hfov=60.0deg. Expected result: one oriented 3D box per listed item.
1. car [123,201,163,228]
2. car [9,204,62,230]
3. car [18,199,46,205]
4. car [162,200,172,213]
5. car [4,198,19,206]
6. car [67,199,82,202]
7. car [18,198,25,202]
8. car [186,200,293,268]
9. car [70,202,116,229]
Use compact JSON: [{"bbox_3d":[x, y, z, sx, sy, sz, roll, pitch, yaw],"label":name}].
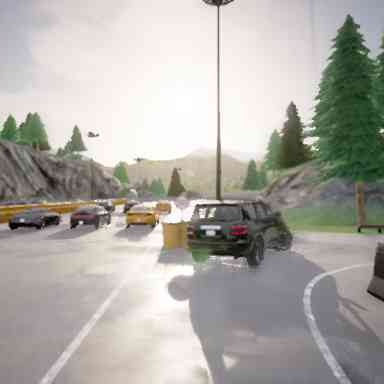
[{"bbox_3d":[-3.428,1.656,23.830,1.882,1.535,5.008,0,0,0],"label":"car"},{"bbox_3d":[-10.426,1.732,22.456,1.994,1.385,4.181,0,0,0],"label":"car"},{"bbox_3d":[-21.164,1.939,45.226,1.895,1.301,4.718,0,0,0],"label":"car"},{"bbox_3d":[-3.520,1.788,41.579,1.882,1.535,5.008,0,0,-1],"label":"car"},{"bbox_3d":[-28.329,1.753,53.667,2.097,1.767,4.553,0,0,0],"label":"car"},{"bbox_3d":[-21.360,1.943,60.449,2.128,1.511,4.902,0,0,-1],"label":"car"},{"bbox_3d":[-24.792,1.886,52.644,2.128,1.511,4.902,0,-1,0],"label":"car"},{"bbox_3d":[1.851,1.312,12.070,2.150,2.045,5.566,-2,-2,29],"label":"car"},{"bbox_3d":[-6.925,1.678,23.165,1.837,1.490,4.892,0,-1,0],"label":"car"}]
